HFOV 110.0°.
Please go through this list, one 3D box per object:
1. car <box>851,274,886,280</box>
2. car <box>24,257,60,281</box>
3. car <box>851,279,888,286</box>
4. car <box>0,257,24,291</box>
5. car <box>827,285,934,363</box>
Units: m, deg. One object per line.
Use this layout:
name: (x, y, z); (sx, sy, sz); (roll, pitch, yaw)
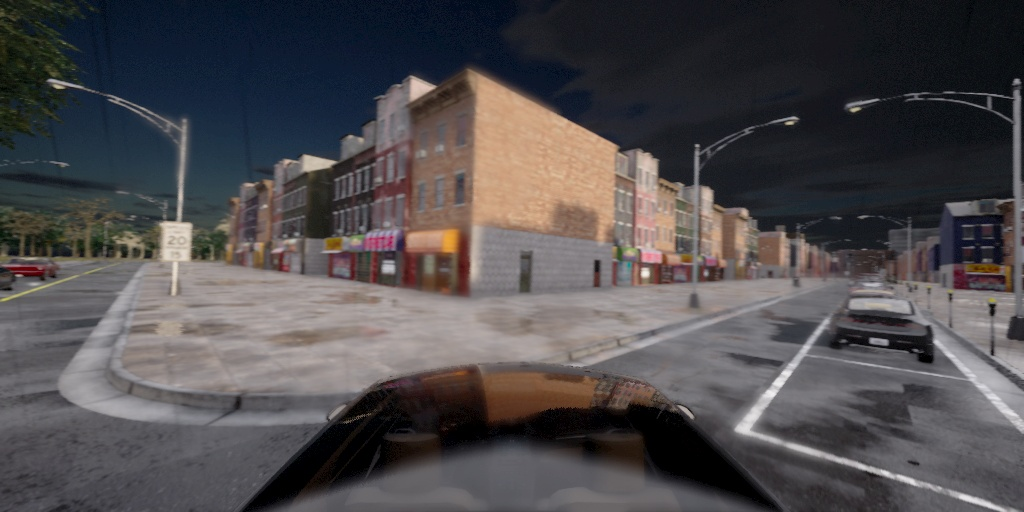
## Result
car: (21.281, 2.120, 21.310); (1.967, 1.591, 4.097); (0, 0, 45)
car: (-28.408, 0.732, 21.060); (1.895, 1.301, 4.718); (3, -2, -45)
car: (13.438, 1.826, 13.353); (1.751, 1.417, 4.829); (0, 0, 45)
car: (-21.240, 0.789, 13.888); (4.181, 1.385, 1.994); (1, -2, 45)
car: (9.338, 1.664, 9.192); (2.007, 1.370, 4.403); (0, 0, 45)
